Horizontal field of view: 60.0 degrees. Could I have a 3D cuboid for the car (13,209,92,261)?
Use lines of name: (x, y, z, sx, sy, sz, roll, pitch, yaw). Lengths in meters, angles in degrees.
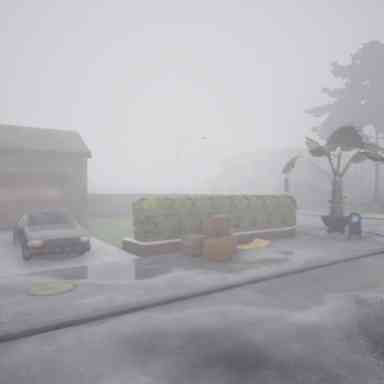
car: (-5.138, 1.342, 11.731, 2.033, 1.415, 5.357, 0, 0, -33)
